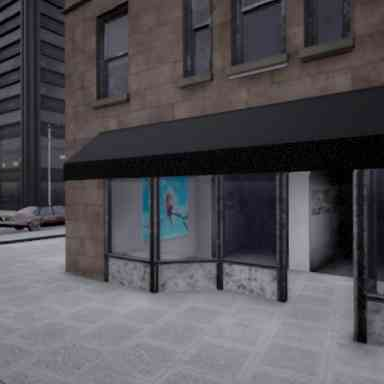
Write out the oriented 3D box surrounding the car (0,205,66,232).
[{"bbox_3d":[-8.558,1.490,19.834,2.033,1.411,5.357,0,0,35],"label":"car"}]
